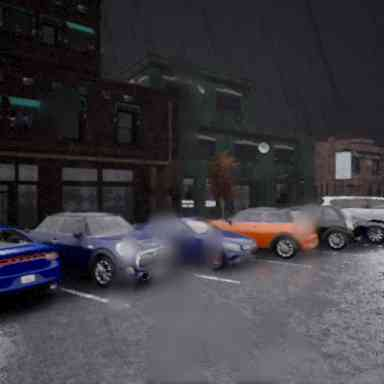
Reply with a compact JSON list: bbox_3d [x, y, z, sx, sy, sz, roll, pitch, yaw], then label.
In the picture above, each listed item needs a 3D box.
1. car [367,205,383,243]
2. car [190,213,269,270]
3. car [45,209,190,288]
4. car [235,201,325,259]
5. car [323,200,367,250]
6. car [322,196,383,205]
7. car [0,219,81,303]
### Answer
[{"bbox_3d":[7.235,1.524,16.208,4.792,1.488,2.163,-1,-1,35],"label":"car"},{"bbox_3d":[-0.146,1.528,11.017,4.674,1.452,2.002,-1,-1,35],"label":"car"},{"bbox_3d":[-2.620,1.362,9.305,4.553,1.767,2.185,-1,-1,35],"label":"car"},{"bbox_3d":[2.328,1.363,12.729,4.553,1.767,2.185,-1,-1,35],"label":"car"},{"bbox_3d":[4.778,1.365,14.463,4.553,1.767,2.185,-1,-1,35],"label":"car"},{"bbox_3d":[9.684,1.247,17.942,5.566,2.045,2.435,-1,-1,35],"label":"car"},{"bbox_3d":[-5.045,1.486,7.533,5.008,1.535,2.097,-1,-1,35],"label":"car"}]
